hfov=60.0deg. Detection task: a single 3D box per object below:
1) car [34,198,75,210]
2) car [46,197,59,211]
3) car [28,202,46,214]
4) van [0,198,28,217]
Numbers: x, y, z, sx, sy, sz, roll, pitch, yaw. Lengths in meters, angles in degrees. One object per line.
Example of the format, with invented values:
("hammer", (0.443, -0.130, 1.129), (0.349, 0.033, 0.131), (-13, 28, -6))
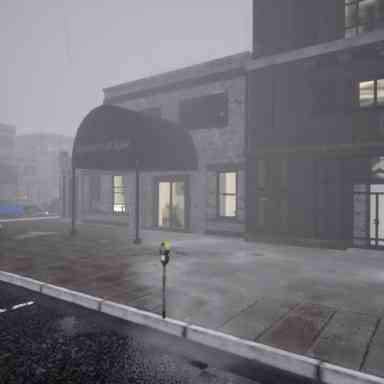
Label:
("car", (-17.958, 1.570, 43.577), (1.752, 1.417, 4.829), (0, 0, 35))
("car", (-16.438, 1.411, 41.223), (2.097, 1.767, 4.553), (0, 0, 35))
("car", (-17.947, 1.609, 33.371), (2.033, 1.411, 5.357), (0, 0, 34))
("van", (-17.327, 1.414, 29.849), (1.690, 1.788, 3.998), (0, 0, 35))
